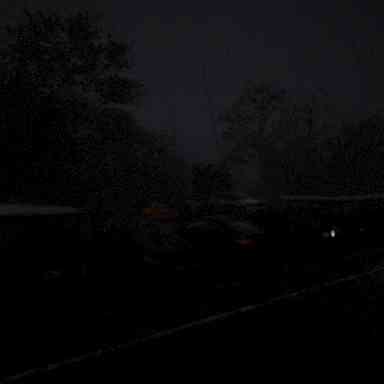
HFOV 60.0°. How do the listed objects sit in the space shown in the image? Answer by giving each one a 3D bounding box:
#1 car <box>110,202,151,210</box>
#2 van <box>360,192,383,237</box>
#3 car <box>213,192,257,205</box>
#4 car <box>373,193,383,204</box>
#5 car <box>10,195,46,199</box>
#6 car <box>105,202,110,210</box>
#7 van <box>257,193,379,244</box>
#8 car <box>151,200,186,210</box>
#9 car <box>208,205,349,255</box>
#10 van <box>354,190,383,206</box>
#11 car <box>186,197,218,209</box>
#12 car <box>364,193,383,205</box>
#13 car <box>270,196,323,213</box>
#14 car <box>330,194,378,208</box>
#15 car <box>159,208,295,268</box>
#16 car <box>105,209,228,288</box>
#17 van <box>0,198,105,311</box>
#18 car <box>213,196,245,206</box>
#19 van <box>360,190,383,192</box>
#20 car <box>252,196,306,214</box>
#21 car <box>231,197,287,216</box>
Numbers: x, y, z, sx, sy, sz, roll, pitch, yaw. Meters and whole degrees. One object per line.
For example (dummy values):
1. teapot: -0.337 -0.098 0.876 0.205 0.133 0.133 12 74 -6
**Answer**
1. car: -5.089 1.463 22.975 2.163 1.488 4.792 -1 0 -36
2. van: 7.676 1.130 15.918 1.878 1.987 4.442 -1 1 -36
3. car: 3.935 1.041 29.433 2.435 2.045 5.566 -1 1 -36
4. car: 28.753 0.870 47.219 2.097 1.535 5.008 -1 1 -36
5. car: -9.611 1.230 19.740 2.435 2.045 5.566 -1 0 -36
6. car: -7.386 1.487 21.403 2.163 1.488 4.792 -1 0 -36
7. van: 5.262 1.164 14.477 1.878 1.987 4.442 -1 0 -36
8. car: -2.959 1.397 24.762 1.946 1.575 5.366 -1 0 -36
9. car: 3.036 1.453 12.777 2.163 1.488 4.792 -1 0 -36
10. van: 24.165 0.720 44.085 1.878 1.987 4.442 -1 1 -36
11. car: -0.590 1.366 26.223 2.097 1.535 5.008 -1 0 -36
12. car: 26.494 0.948 45.605 2.002 1.452 4.674 -1 1 -36
13. car: 10.690 1.178 34.309 2.231 1.521 4.892 -1 1 -36
14. car: 19.739 1.053 40.740 2.163 1.488 4.792 -1 1 -36
15. car: 0.771 1.491 11.117 2.002 1.452 4.674 -1 0 -36
16. car: -1.514 1.476 9.493 2.231 1.521 4.892 -1 0 -36
17. van: -3.863 1.272 7.948 1.878 1.987 4.442 -1 0 -36
18. car: 1.669 1.331 27.839 2.231 1.521 4.892 -1 1 -36
19. van: 12.102 1.054 19.372 1.878 1.987 4.442 -1 1 -36
20. car: 8.433 1.215 32.693 2.097 1.535 5.008 -1 1 -36
21. car: 6.176 1.253 31.077 2.097 1.535 5.008 -1 1 -36
